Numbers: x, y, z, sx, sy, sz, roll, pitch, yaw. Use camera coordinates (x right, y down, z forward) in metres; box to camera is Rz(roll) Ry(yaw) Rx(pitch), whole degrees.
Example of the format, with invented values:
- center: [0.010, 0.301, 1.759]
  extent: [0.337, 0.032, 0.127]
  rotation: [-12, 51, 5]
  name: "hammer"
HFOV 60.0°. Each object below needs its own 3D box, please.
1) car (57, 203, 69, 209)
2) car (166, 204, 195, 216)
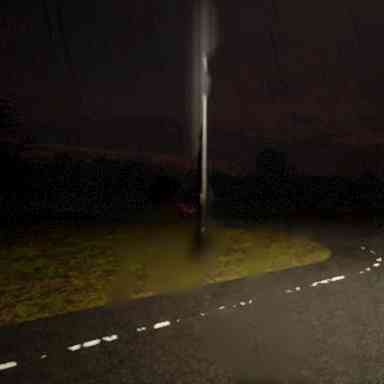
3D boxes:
- center: [-26.996, 2.878, 69.625]
  extent: [1.895, 1.301, 4.718]
  rotation: [3, -2, -28]
  name: "car"
- center: [-1.551, 2.301, 43.506]
  extent: [1.882, 1.535, 5.008]
  rotation: [3, -3, -36]
  name: "car"
